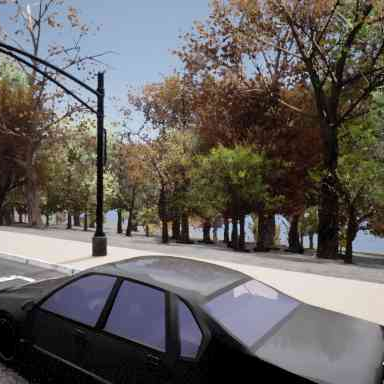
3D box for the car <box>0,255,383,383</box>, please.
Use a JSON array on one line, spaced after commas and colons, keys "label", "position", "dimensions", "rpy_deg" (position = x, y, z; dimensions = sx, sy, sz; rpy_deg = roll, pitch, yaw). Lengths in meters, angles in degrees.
[{"label": "car", "position": [-0.551, 1.547, 4.071], "dimensions": [5.357, 1.411, 2.033], "rpy_deg": [0, 0, 35]}]
